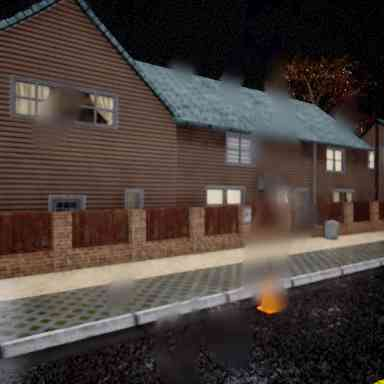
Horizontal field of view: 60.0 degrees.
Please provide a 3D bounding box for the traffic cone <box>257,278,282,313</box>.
[{"bbox_3d":[1.474,1.949,6.358,0.340,0.580,0.340,0,0,-34],"label":"traffic cone"}]
